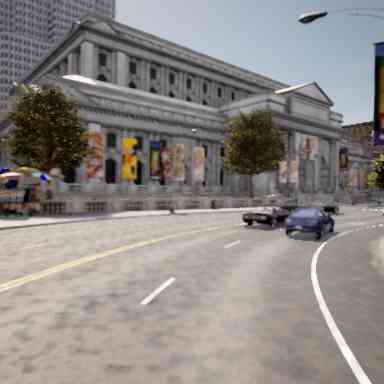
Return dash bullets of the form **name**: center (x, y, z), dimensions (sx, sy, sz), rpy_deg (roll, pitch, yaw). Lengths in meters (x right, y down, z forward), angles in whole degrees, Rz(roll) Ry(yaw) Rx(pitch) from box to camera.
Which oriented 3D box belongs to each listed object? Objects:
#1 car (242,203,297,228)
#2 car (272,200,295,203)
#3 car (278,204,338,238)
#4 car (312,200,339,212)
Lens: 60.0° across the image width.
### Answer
- **car**: center (5.424, 1.662, 22.892), dimensions (1.895, 1.301, 4.718), rpy_deg (1, 0, 40)
- **car**: center (9.900, 1.619, 36.833), dimensions (4.892, 1.490, 1.837), rpy_deg (1, 0, -39)
- **car**: center (6.559, 1.600, 18.432), dimensions (1.812, 1.442, 4.674), rpy_deg (1, 0, 33)
- **car**: center (13.914, 1.652, 35.588), dimensions (4.902, 1.511, 2.128), rpy_deg (1, 0, -40)
